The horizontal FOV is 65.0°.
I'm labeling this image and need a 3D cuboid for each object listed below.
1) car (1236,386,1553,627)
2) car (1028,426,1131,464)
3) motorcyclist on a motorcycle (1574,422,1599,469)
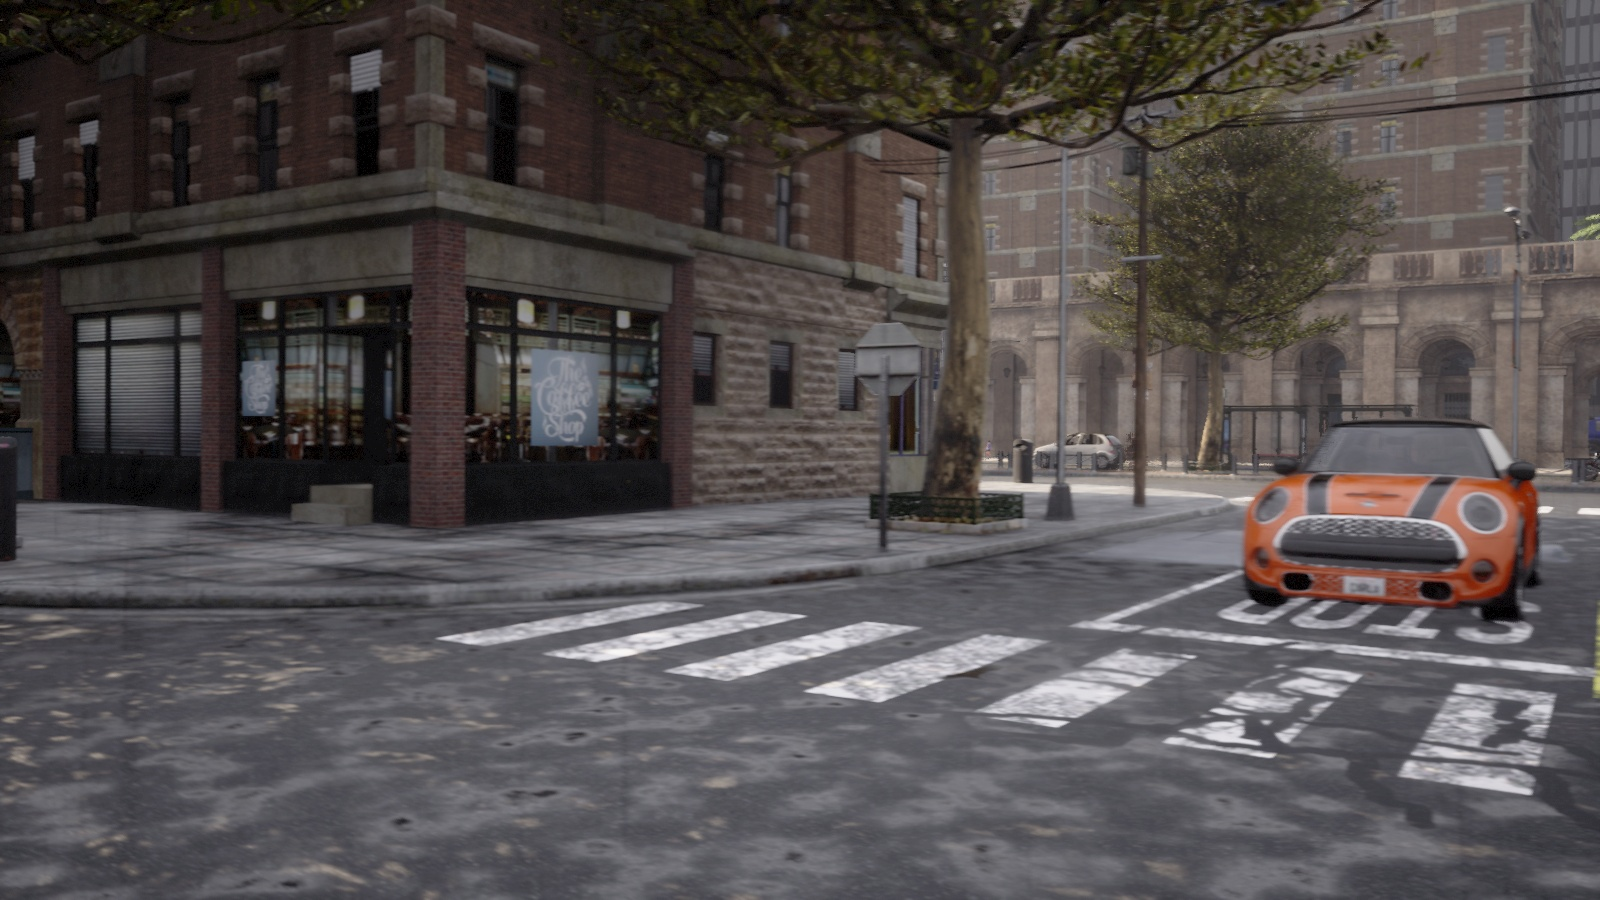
[{"bbox_3d":[5.716,0.378,11.708,2.097,1.767,4.553,0,1,33],"label":"car"},{"bbox_3d":[12.219,-0.232,54.962,3.988,1.617,1.851,0,1,34],"label":"car"},{"bbox_3d":[28.566,-0.179,44.067,2.350,1.649,0.766,0,1,34],"label":"motorcyclist on a motorcycle"}]
